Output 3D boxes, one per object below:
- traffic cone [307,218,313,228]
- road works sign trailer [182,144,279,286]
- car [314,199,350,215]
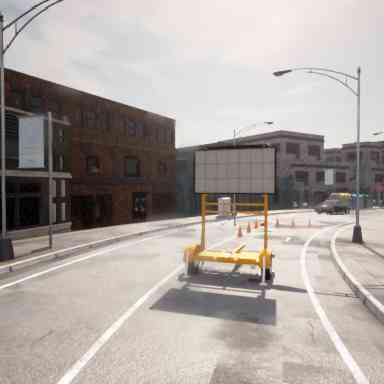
[{"bbox_3d":[7.481,1.982,21.154,0.340,0.580,0.340,1,0,22],"label":"traffic cone"},{"bbox_3d":[1.251,0.462,9.677,2.380,3.560,2.880,0,0,20],"label":"road works sign trailer"},{"bbox_3d":[14.521,1.541,34.320,4.892,1.490,1.837,0,0,-39],"label":"car"}]
